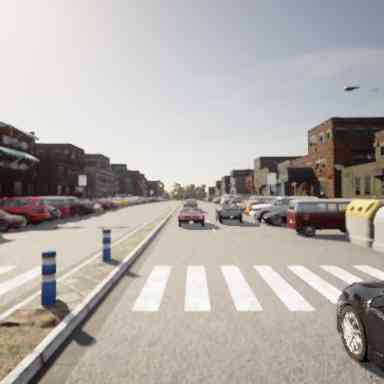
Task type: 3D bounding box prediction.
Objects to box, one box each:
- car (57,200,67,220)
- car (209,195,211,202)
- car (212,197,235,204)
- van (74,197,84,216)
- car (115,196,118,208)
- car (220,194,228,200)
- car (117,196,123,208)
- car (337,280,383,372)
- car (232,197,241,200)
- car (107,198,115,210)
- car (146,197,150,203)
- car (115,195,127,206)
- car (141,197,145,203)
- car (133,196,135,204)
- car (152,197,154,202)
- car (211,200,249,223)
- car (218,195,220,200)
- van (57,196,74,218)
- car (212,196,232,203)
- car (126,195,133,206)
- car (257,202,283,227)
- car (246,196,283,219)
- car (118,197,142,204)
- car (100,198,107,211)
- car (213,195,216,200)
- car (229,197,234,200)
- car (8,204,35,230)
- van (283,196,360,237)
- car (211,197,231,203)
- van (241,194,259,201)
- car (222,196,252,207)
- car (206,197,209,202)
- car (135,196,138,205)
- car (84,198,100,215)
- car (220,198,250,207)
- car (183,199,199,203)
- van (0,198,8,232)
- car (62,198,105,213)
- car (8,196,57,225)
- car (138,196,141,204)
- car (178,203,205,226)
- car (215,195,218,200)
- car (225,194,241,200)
[{"bbox_3d":[-13.050,1.676,26.620,4.892,1.521,2.231,0,0,0],"label":"car"},{"bbox_3d":[7.002,1.795,70.769,5.366,1.575,1.946,0,-1,0],"label":"car"},{"bbox_3d":[7.147,1.889,76.281,5.008,1.535,2.097,0,-1,0],"label":"car"},{"bbox_3d":[-13.191,1.465,32.056,4.442,1.987,1.878,0,0,0],"label":"van"},{"bbox_3d":[-13.165,1.731,45.954,4.792,1.488,2.163,0,0,0],"label":"car"},{"bbox_3d":[7.301,1.422,48.730,5.566,2.045,2.435,0,0,0],"label":"car"},{"bbox_3d":[-13.155,1.702,48.733,4.892,1.521,2.231,0,0,0],"label":"car"},{"bbox_3d":[3.083,1.524,3.055,1.837,1.490,4.892,0,0,0],"label":"car"},{"bbox_3d":[7.587,1.665,37.698,5.366,1.575,1.946,0,0,0],"label":"car"},{"bbox_3d":[-13.118,1.702,43.174,5.008,1.535,2.097,0,0,0],"label":"car"},{"bbox_3d":[-13.294,1.981,79.405,4.892,1.521,2.231,0,-1,0],"label":"car"},{"bbox_3d":[-13.167,1.699,51.637,5.008,1.535,2.097,0,0,0],"label":"car"},{"bbox_3d":[-13.209,1.537,68.177,5.566,2.045,2.435,0,-1,0],"label":"car"},{"bbox_3d":[-13.202,1.754,59.964,4.674,1.452,2.002,0,0,0],"label":"car"},{"bbox_3d":[-13.296,2.170,87.616,4.792,1.488,2.163,0,-1,0],"label":"car"},{"bbox_3d":[2.929,1.661,27.115,2.128,1.511,4.902,0,0,0],"label":"car"},{"bbox_3d":[7.340,1.422,51.488,5.566,2.045,2.435,0,0,0],"label":"car"},{"bbox_3d":[-13.184,1.458,29.402,4.442,1.987,1.878,0,0,0],"label":"van"},{"bbox_3d":[7.165,1.815,79.041,4.553,1.767,2.185,0,-1,0],"label":"car"},{"bbox_3d":[-13.372,1.702,57.193,5.366,1.575,1.946,0,0,0],"label":"car"},{"bbox_3d":[7.462,1.659,23.907,4.792,1.488,2.163,0,0,0],"label":"car"},{"bbox_3d":[7.486,1.524,29.424,4.553,1.767,2.185,0,0,0],"label":"car"},{"bbox_3d":[-13.248,1.867,70.948,4.674,1.452,2.002,0,-1,0],"label":"car"},{"bbox_3d":[-12.913,1.697,37.740,5.366,1.575,1.946,0,0,0],"label":"car"},{"bbox_3d":[7.212,1.457,62.511,5.566,2.045,2.435,0,0,0],"label":"car"},{"bbox_3d":[7.569,1.668,40.458,5.366,1.575,1.946,0,0,0],"label":"car"},{"bbox_3d":[-13.017,1.681,21.066,4.792,1.488,2.163,0,0,0],"label":"car"},{"bbox_3d":[7.643,1.376,18.391,4.442,1.987,1.878,0,0,0],"label":"van"},{"bbox_3d":[7.146,2.022,81.795,4.792,1.488,2.163,0,-1,0],"label":"car"},{"bbox_3d":[7.320,1.432,32.181,4.442,1.987,1.878,0,0,0],"label":"van"},{"bbox_3d":[7.325,1.548,54.243,4.553,1.767,2.185,0,0,0],"label":"car"},{"bbox_3d":[7.109,1.845,87.314,5.566,2.045,2.435,0,-1,0],"label":"car"},{"bbox_3d":[-13.209,1.771,62.622,4.674,1.452,2.002,0,0,0],"label":"car"},{"bbox_3d":[-13.056,1.445,34.956,5.566,2.045,2.435,0,0,0],"label":"car"},{"bbox_3d":[7.306,1.710,57.000,4.792,1.488,2.163,0,0,0],"label":"car"},{"bbox_3d":[-0.166,1.710,41.923,1.837,1.490,4.892,0,0,0],"label":"car"},{"bbox_3d":[-12.922,1.410,18.161,4.442,1.987,1.878,0,0,0],"label":"van"},{"bbox_3d":[-13.142,1.576,40.395,4.553,1.767,2.185,0,0,0],"label":"car"},{"bbox_3d":[-13.079,1.412,23.720,5.566,2.045,2.435,0,0,0],"label":"car"},{"bbox_3d":[-13.410,1.754,65.395,5.366,1.575,1.946,0,-1,0],"label":"car"},{"bbox_3d":[-0.054,1.766,24.701,1.895,1.301,4.718,0,0,0],"label":"car"},{"bbox_3d":[7.253,1.689,59.752,5.008,1.535,2.097,0,0,0],"label":"car"},{"bbox_3d":[7.317,1.548,45.972,4.553,1.767,2.185,0,0,0],"label":"car"}]
